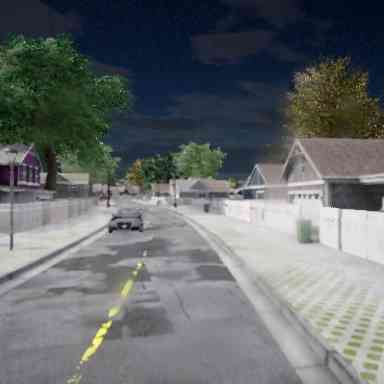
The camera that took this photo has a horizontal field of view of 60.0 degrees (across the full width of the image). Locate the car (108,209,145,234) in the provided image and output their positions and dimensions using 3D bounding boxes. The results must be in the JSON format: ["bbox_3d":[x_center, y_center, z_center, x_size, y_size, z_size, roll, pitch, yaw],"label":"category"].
[{"bbox_3d":[-3.975,1.739,20.601,1.994,1.385,4.181,0,0,-6],"label":"car"}]
